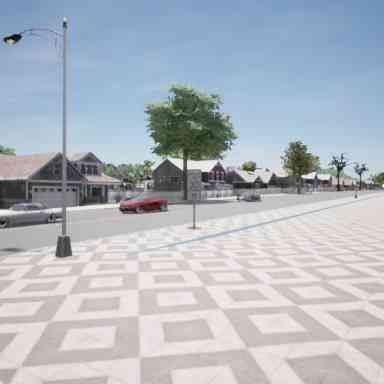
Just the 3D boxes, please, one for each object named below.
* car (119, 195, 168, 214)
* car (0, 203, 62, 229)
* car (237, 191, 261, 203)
[{"bbox_3d":[-4.146,1.024,29.032,1.882,1.535,5.008,0,1,35],"label":"car"},{"bbox_3d":[-10.326,1.351,20.243,1.895,1.301,4.718,0,1,35],"label":"car"},{"bbox_3d":[7.935,0.655,46.096,2.128,1.511,4.902,0,1,36],"label":"car"}]
